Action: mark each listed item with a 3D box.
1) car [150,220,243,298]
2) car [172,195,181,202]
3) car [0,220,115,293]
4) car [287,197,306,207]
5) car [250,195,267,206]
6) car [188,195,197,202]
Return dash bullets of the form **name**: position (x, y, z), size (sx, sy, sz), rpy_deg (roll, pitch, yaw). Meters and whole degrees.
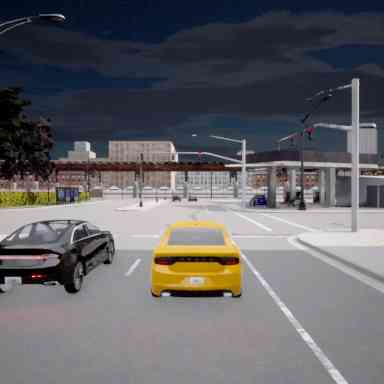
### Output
- **car**: position (0.101, 1.468, 8.576), size (1.882, 1.535, 5.008), rpy_deg (0, 0, 0)
- **car**: position (-3.339, 1.386, 73.552), size (1.837, 1.490, 4.892), rpy_deg (0, 0, 0)
- **car**: position (-3.398, 1.474, 8.793), size (2.128, 1.511, 4.902), rpy_deg (0, 0, 0)
- **car**: position (15.564, 1.425, 49.599), size (1.970, 1.475, 3.806), rpy_deg (0, 0, 0)
- **car**: position (9.818, 1.253, 48.849), size (2.242, 1.667, 4.611), rpy_deg (0, 0, 0)
- **car**: position (0.161, 1.446, 73.545), size (1.994, 1.385, 4.181), rpy_deg (0, 0, 0)
